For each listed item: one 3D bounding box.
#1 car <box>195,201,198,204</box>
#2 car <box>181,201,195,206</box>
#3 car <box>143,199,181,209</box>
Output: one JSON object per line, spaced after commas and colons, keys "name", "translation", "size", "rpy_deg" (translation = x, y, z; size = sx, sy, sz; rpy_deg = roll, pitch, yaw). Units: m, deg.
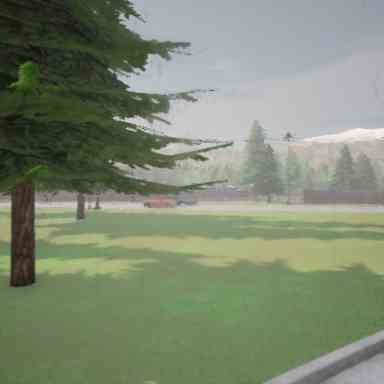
{"name": "car", "translation": [-1.710, 1.573, 56.092], "size": [5.357, 1.411, 2.033], "rpy_deg": [0, 0, 14]}
{"name": "car", "translation": [-2.568, 1.516, 52.699], "size": [4.892, 1.490, 1.837], "rpy_deg": [0, 0, 14]}
{"name": "car", "translation": [-4.312, 1.380, 45.919], "size": [4.553, 1.767, 2.097], "rpy_deg": [0, 0, 14]}
